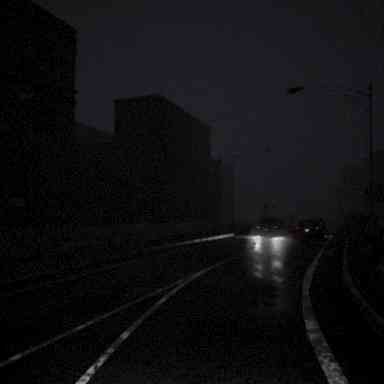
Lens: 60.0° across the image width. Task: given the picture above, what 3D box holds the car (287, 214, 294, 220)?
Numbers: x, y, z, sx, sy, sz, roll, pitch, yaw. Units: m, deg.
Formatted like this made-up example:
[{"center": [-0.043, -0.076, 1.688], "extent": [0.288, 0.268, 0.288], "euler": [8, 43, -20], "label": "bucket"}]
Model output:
[{"center": [19.792, 5.559, 68.615], "extent": [2.150, 2.045, 5.566], "euler": [0, -5, 13], "label": "car"}]

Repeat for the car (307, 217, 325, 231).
[{"center": [14.498, 3.658, 38.996], "extent": [1.837, 1.490, 4.892], "euler": [0, -4, 20], "label": "car"}]

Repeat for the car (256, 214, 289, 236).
[{"center": [6.758, 2.878, 28.376], "extent": [1.837, 1.490, 4.892], "euler": [0, -4, 24], "label": "car"}]

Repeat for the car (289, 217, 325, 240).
[{"center": [8.833, 2.768, 25.066], "extent": [1.994, 1.385, 4.181], "euler": [-1, -4, 24], "label": "car"}]
